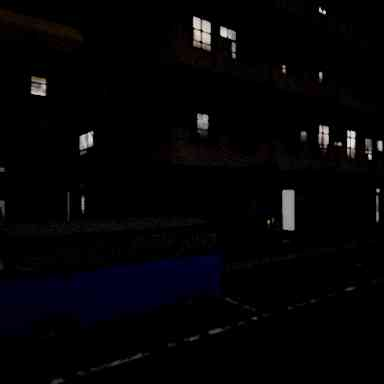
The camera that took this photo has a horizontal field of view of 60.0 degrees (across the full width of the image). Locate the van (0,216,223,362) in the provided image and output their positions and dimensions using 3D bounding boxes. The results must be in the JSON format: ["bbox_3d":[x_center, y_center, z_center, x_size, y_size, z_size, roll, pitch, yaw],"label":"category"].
[{"bbox_3d":[-1.355,1.341,5.603,3.998,1.788,1.690,0,0,-35],"label":"van"}]
